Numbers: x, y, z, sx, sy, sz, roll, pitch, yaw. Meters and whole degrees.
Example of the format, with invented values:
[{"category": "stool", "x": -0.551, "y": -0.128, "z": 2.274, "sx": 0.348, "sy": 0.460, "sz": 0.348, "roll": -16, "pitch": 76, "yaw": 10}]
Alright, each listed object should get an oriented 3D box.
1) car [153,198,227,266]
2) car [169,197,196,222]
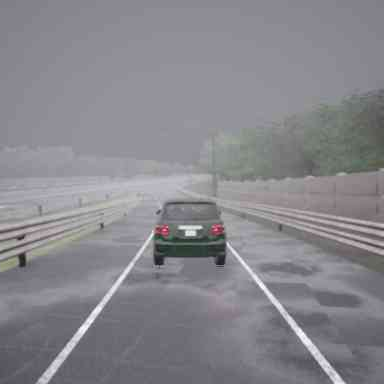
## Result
[{"category": "car", "x": -0.106, "y": 1.220, "z": 11.647, "sx": 2.150, "sy": 2.045, "sz": 5.566, "roll": 0, "pitch": 0, "yaw": -1}, {"category": "car", "x": -0.862, "y": 1.358, "z": 27.436, "sx": 2.097, "sy": 1.767, "sz": 4.553, "roll": 0, "pitch": 0, "yaw": -4}]
